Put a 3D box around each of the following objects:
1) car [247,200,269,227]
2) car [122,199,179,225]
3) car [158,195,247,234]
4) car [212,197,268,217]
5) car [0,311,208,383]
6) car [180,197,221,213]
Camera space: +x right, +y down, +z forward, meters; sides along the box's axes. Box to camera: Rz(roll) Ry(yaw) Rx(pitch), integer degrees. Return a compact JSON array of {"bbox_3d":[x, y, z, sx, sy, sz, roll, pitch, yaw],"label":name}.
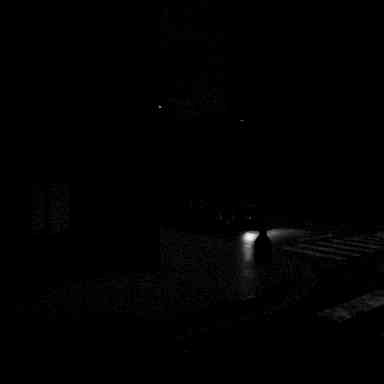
[{"bbox_3d":[2.417,1.317,19.894,1.812,1.442,4.674,0,2,-36],"label":"car"},{"bbox_3d":[-2.936,1.275,22.587,1.887,1.381,4.507,1,0,-36],"label":"car"},{"bbox_3d":[0.291,1.125,18.152,2.192,1.841,5.009,1,0,-36],"label":"car"},{"bbox_3d":[3.865,1.199,27.729,1.752,1.417,4.829,1,0,-36],"label":"car"},{"bbox_3d":[-2.310,1.550,1.606,5.357,1.411,2.033,0,0,-36],"label":"car"},{"bbox_3d":[0.741,1.180,32.026,1.802,1.307,4.206,1,0,-36],"label":"car"}]
